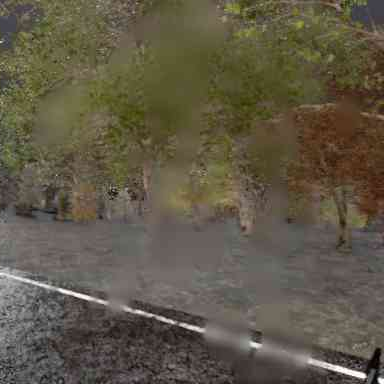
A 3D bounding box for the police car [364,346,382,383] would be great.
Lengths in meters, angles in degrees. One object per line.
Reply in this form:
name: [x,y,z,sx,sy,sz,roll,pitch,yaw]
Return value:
police car: [3.311,1.484,1.193,4.974,1.542,2.038,-1,0,36]
